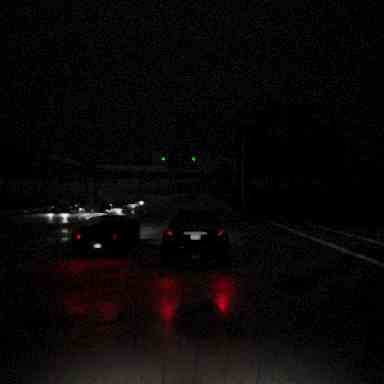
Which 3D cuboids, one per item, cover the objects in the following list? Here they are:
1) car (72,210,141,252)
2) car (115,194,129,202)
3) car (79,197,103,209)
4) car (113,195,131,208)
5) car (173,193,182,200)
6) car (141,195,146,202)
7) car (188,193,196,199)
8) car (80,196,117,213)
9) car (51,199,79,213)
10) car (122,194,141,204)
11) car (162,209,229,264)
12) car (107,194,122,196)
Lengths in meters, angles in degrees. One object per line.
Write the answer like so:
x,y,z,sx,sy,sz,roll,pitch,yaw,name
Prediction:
-3.394,1.645,14.173,1.895,1.301,4.718,0,0,0,car
-13.974,1.183,66.905,1.837,1.490,4.892,0,1,0,car
-14.023,1.482,46.387,1.812,1.442,4.674,0,0,1,car
-10.519,1.546,47.650,1.895,1.301,4.718,0,0,1,car
-3.470,0.966,78.681,1.882,1.535,5.008,0,1,0,car
-10.474,1.234,67.322,1.994,1.385,4.181,0,1,0,car
0.031,0.960,79.077,1.882,1.535,5.008,0,1,0,car
-10.576,1.566,38.058,2.033,1.411,5.357,0,0,0,car
-14.075,1.554,37.292,1.812,1.442,4.674,0,0,0,car
-10.478,1.354,57.389,1.812,1.442,4.674,0,1,0,car
0.105,1.389,12.124,2.097,1.767,4.553,0,0,0,car
-13.978,1.332,56.523,2.128,1.511,4.902,0,1,0,car
